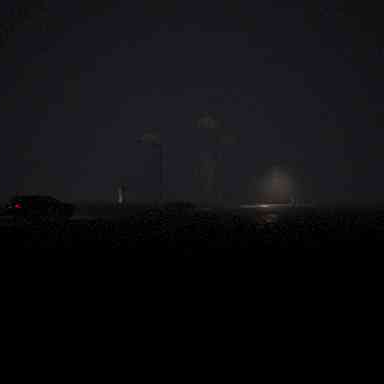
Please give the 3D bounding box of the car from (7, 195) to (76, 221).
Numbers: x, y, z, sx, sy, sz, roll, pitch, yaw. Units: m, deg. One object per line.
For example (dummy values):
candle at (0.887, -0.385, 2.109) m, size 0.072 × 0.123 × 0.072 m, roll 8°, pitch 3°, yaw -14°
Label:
car at (-12.803, 1.312, 28.555) m, size 2.150 × 2.045 × 5.566 m, roll 1°, pitch 0°, yaw 36°

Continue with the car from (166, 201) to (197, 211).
car at (-1.340, 1.790, 44.608) m, size 1.895 × 1.301 × 4.718 m, roll 1°, pitch 0°, yaw 36°
